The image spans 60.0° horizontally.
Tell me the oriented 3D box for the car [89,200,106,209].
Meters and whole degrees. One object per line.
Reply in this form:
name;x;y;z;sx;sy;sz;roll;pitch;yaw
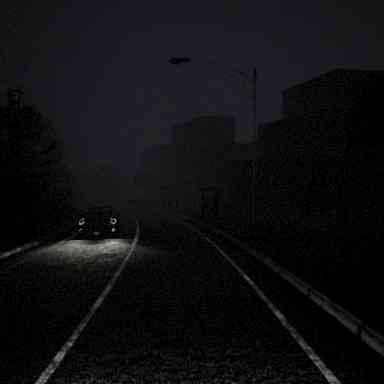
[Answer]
car;-16.846;2.216;59.174;2.033;1.411;5.357;-3;0;-24

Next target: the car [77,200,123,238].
car;-5.100;1.514;18.888;2.097;1.767;4.553;-1;0;-8

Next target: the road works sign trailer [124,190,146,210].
road works sign trailer;-8.534;1.162;48.981;2.380;2.880;3.560;-2;0;-27
